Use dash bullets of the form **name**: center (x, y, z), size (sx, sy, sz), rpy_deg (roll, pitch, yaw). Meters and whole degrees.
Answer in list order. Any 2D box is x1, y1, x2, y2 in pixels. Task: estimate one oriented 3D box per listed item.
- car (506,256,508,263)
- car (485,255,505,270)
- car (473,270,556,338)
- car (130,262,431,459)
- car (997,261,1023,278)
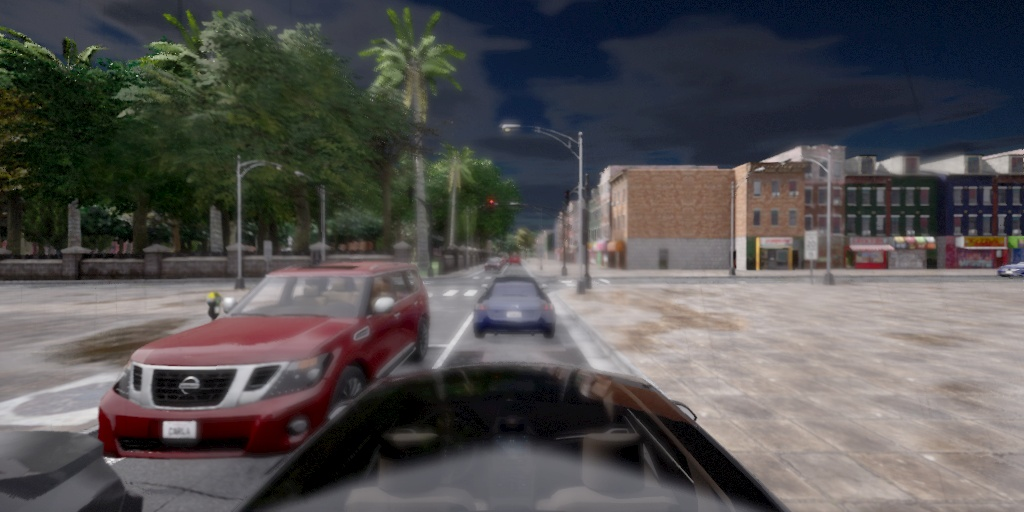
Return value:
- **car**: center (-2.098, 1.054, 60.567), size (1.802, 1.307, 4.207), rpy_deg (0, 0, 1)
- **car**: center (-2.256, 0.962, 43.503), size (1.967, 1.591, 4.097), rpy_deg (0, 0, 1)
- **car**: center (0.072, 1.256, 9.960), size (1.994, 1.385, 4.181), rpy_deg (0, 0, 1)
- **car**: center (-2.607, 1.038, 5.358), size (2.192, 1.841, 5.009), rpy_deg (0, 0, 1)
- **car**: center (37.518, 0.887, 25.356), size (4.674, 1.442, 1.812), rpy_deg (0, 0, 1)
